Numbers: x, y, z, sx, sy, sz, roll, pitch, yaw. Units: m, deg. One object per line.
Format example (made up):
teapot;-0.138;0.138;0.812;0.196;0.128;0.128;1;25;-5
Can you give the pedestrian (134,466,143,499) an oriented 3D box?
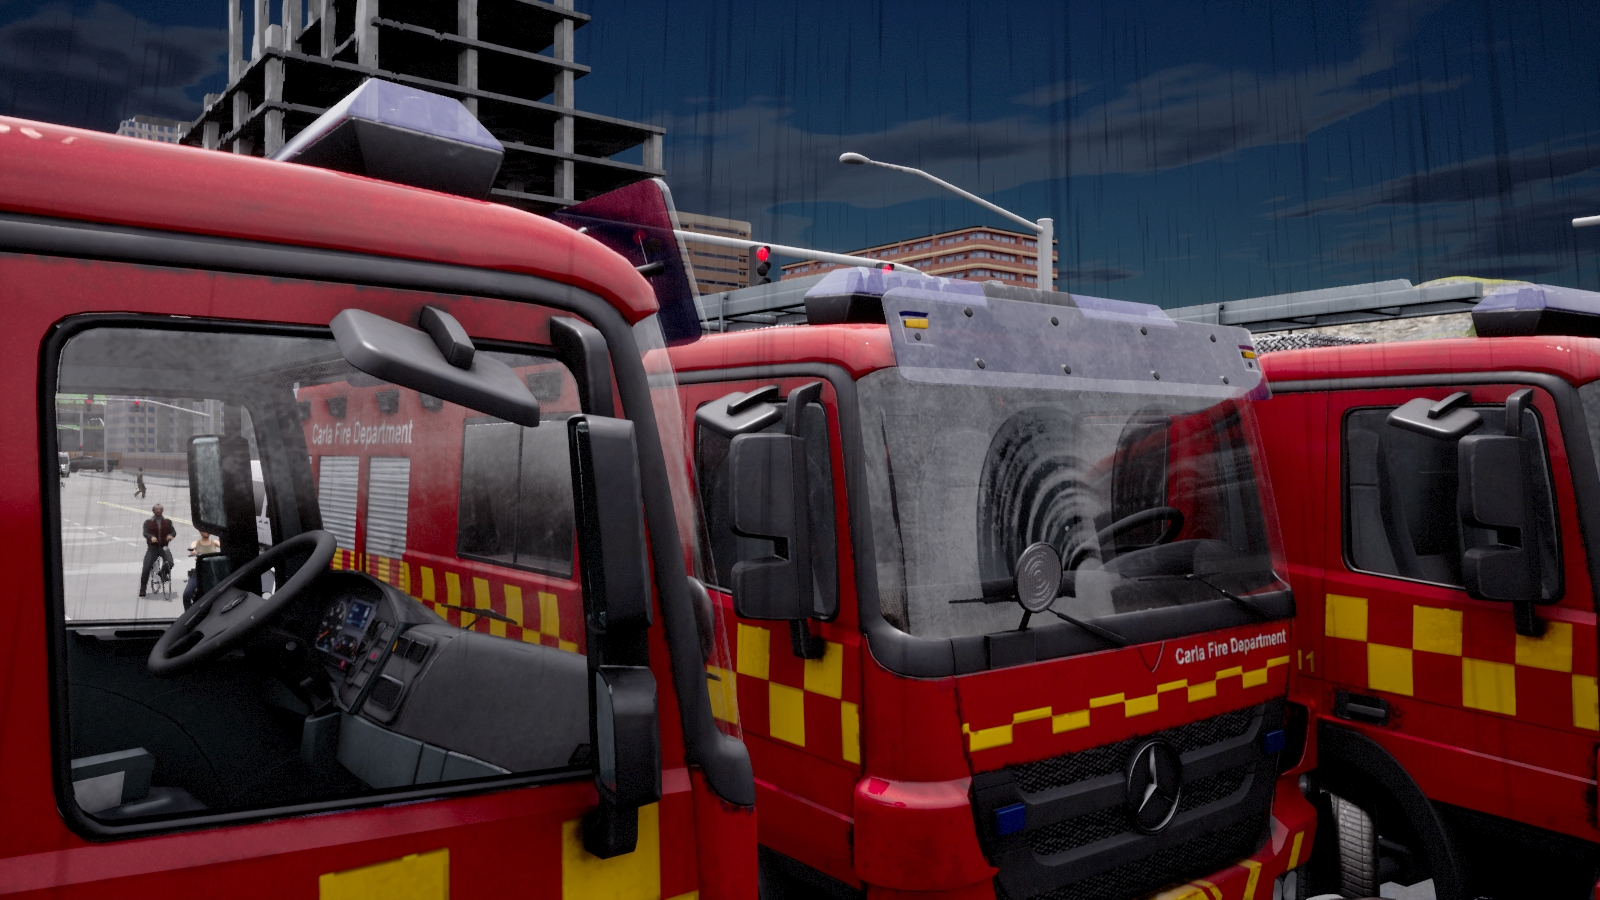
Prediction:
pedestrian;-37.632;1.835;64.997;0.375;1.860;0.375;0;0;-39

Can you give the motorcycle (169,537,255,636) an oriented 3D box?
motorcycle;-9.533;2.155;18.464;0.764;1.307;2.356;0;0;-39

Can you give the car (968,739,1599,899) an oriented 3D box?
car;2.437;2.065;3.109;1.970;1.475;3.806;0;0;-30

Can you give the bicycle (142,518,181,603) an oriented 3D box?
bicycle;-12.095;2.060;21.613;0.329;1.471;1.835;0;0;-39

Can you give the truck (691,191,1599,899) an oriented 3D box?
truck;2.348;0.890;8.605;2.891;3.827;8.468;0;0;-31

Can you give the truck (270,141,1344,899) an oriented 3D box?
truck;-1.099;0.890;8.003;2.891;3.827;8.468;0;0;-38
